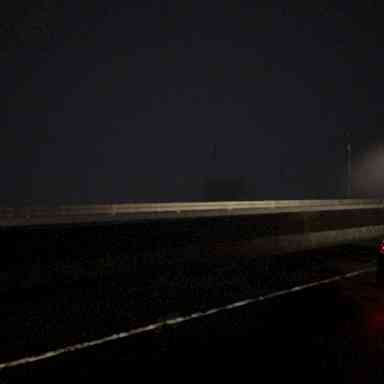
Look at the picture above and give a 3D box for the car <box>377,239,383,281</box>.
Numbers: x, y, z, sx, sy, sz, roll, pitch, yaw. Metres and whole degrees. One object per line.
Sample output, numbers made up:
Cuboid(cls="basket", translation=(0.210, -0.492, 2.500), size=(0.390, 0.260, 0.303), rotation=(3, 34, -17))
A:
Cuboid(cls="car", translation=(6.755, 1.353, 8.499), size=(4.553, 1.767, 2.097), rotation=(0, 0, -35))
